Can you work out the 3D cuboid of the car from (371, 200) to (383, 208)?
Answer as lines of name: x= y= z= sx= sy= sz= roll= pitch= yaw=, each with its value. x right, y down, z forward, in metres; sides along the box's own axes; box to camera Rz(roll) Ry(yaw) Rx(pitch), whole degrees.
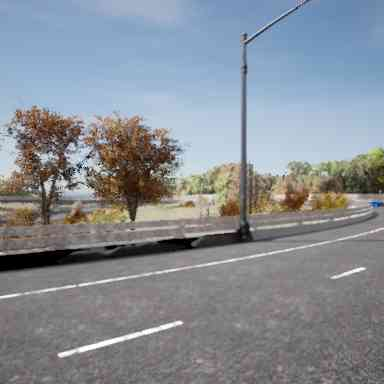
car: x=37.843 y=2.355 z=67.407 sx=1.882 sy=1.535 sz=5.008 roll=0 pitch=-1 yaw=11
